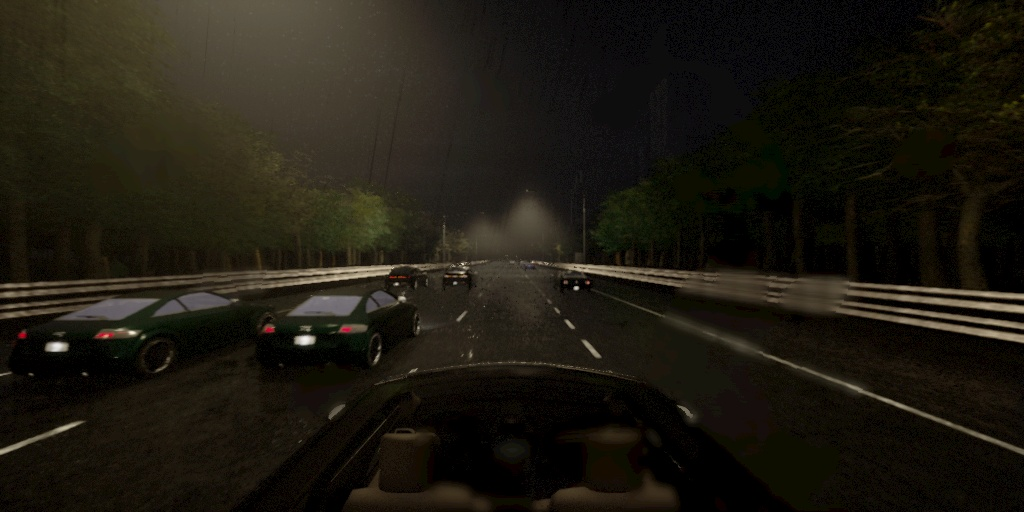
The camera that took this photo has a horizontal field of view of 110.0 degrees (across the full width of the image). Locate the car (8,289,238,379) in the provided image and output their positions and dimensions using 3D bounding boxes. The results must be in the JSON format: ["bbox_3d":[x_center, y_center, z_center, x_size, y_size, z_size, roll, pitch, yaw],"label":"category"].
[{"bbox_3d":[-6.898,1.368,7.445,1.994,1.385,4.181,0,-1,0],"label":"car"}]

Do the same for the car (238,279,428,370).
[{"bbox_3d":[-3.399,1.372,7.896,1.994,1.385,4.181,0,-1,0],"label":"car"}]

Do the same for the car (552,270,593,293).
[{"bbox_3d":[3.606,1.546,22.310,1.895,1.301,4.718,0,-1,0],"label":"car"}]

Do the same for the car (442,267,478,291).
[{"bbox_3d":[-3.393,1.452,23.818,2.128,1.511,4.902,0,-1,0],"label":"car"}]

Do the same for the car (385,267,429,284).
[{"bbox_3d":[-6.893,1.466,23.849,1.837,1.490,4.892,0,-1,0],"label":"car"}]
